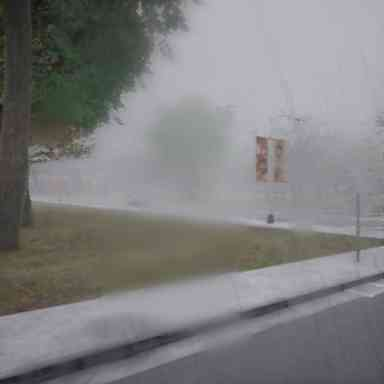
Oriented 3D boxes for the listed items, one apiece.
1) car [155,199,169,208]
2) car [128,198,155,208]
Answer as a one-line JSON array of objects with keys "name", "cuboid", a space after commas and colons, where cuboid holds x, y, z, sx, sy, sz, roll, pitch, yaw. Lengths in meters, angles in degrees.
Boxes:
[{"name": "car", "cuboid": [-5.453, 1.699, 51.325, 1.895, 1.301, 4.718, 0, 0, -35]}, {"name": "car", "cuboid": [-7.733, 1.591, 48.914, 1.837, 1.490, 4.892, 0, -1, -35]}]
